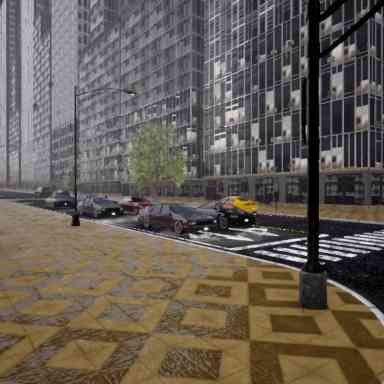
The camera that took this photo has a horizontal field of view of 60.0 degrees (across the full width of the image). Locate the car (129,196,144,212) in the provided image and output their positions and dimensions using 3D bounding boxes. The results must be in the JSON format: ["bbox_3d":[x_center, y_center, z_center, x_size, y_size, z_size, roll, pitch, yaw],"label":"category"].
[{"bbox_3d":[-4.610,1.082,27.592,1.812,1.442,4.674,0,1,-38],"label":"car"}]

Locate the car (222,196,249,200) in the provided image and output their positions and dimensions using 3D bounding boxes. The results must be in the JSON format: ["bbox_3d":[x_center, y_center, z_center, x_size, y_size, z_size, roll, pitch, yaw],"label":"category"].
[{"bbox_3d":[3.363,1.108,28.228,1.882,1.535,5.008,0,1,-38],"label":"car"}]

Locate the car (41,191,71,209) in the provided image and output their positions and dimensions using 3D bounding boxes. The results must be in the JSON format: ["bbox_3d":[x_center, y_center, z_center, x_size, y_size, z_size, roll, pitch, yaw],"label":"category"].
[{"bbox_3d":[-13.397,0.939,33.562,1.994,1.385,4.181,0,1,-38],"label":"car"}]

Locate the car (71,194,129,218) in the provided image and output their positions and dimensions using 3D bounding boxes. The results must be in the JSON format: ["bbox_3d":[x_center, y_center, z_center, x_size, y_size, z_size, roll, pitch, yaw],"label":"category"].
[{"bbox_3d":[-7.188,1.107,25.614,2.033,1.411,5.357,0,1,-38],"label":"car"}]

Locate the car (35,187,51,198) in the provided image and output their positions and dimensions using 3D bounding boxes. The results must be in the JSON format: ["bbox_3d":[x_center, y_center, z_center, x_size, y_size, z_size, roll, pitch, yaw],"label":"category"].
[{"bbox_3d":[-28.475,-0.026,63.764,2.150,2.045,5.566,0,1,-38],"label":"car"}]

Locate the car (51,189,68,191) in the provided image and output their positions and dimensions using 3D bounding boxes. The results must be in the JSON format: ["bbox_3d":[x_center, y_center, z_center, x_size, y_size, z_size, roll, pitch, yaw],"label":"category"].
[{"bbox_3d":[-25.349,0.271,65.040,1.837,1.490,4.892,0,1,-38],"label":"car"}]

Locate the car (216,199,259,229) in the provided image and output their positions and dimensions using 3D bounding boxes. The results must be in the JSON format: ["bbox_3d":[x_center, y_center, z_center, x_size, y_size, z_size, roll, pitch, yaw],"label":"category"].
[{"bbox_3d":[1.721,1.309,19.523,1.994,1.385,4.181,0,1,-38],"label":"car"}]

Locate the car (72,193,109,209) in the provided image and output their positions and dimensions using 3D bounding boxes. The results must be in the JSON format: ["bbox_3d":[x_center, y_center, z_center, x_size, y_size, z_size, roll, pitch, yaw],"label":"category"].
[{"bbox_3d":[-11.025,0.913,35.804,2.033,1.411,5.357,0,1,-38],"label":"car"}]

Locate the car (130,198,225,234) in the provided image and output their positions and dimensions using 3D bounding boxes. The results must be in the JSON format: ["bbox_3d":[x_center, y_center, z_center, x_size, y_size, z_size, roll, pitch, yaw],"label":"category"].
[{"bbox_3d":[-0.970,1.292,17.687,2.033,1.411,5.357,0,1,-38],"label":"car"}]
